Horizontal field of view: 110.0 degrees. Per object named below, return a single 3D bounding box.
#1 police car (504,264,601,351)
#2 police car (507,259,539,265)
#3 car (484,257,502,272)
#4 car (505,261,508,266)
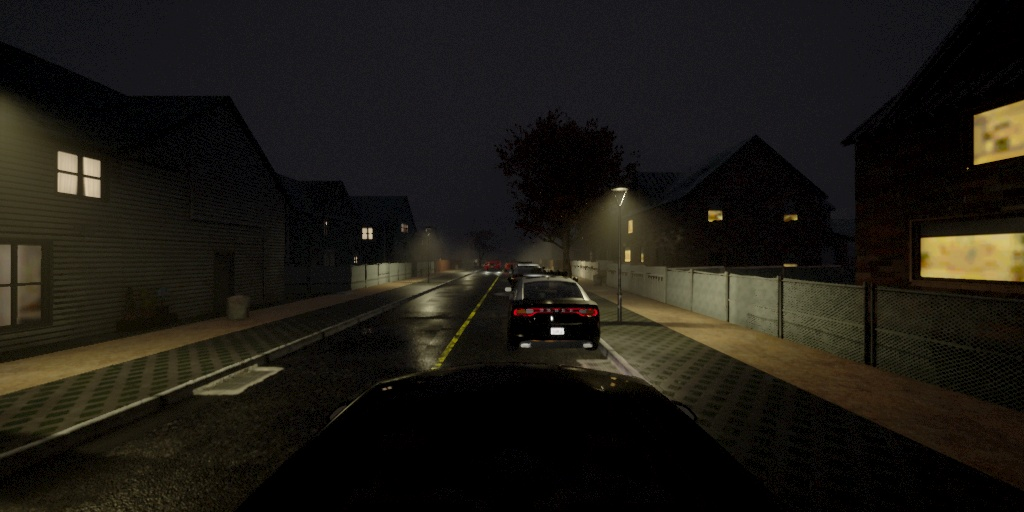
[{"bbox_3d":[0.839,1.177,9.165,1.930,1.638,5.238,0,0,0],"label":"police car"},{"bbox_3d":[0.858,1.182,19.165,1.930,1.638,5.238,0,0,0],"label":"police car"},{"bbox_3d":[-2.656,1.086,50.237,2.150,2.045,5.566,0,0,0],"label":"car"},{"bbox_3d":[0.130,1.204,47.979,2.097,1.767,4.553,0,0,1],"label":"car"}]
